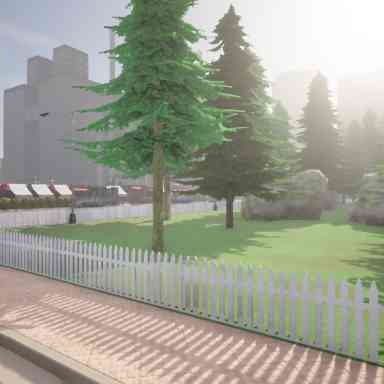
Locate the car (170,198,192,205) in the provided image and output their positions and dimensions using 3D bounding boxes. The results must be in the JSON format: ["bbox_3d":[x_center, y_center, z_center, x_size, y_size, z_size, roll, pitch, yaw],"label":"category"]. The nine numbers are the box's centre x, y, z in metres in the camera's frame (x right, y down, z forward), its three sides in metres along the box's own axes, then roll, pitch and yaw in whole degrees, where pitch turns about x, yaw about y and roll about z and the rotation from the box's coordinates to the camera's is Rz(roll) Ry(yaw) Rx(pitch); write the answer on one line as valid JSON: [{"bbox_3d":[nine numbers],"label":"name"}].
[{"bbox_3d":[-1.865,1.485,59.230,1.882,1.535,5.008,0,0,34],"label":"car"}]

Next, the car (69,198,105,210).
[{"bbox_3d":[-13.342,1.491,42.399,2.128,1.511,4.902,0,0,34],"label":"car"}]
